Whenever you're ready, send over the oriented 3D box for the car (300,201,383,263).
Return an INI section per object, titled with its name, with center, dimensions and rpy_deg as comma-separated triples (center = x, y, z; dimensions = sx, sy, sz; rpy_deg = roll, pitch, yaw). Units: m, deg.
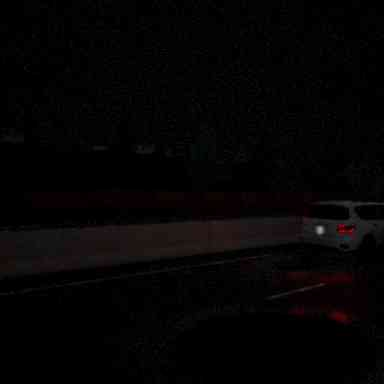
[car]
center = 6.530, 1.361, 12.829
dimensions = 5.566, 2.045, 2.150
rpy_deg = 0, 0, -35
